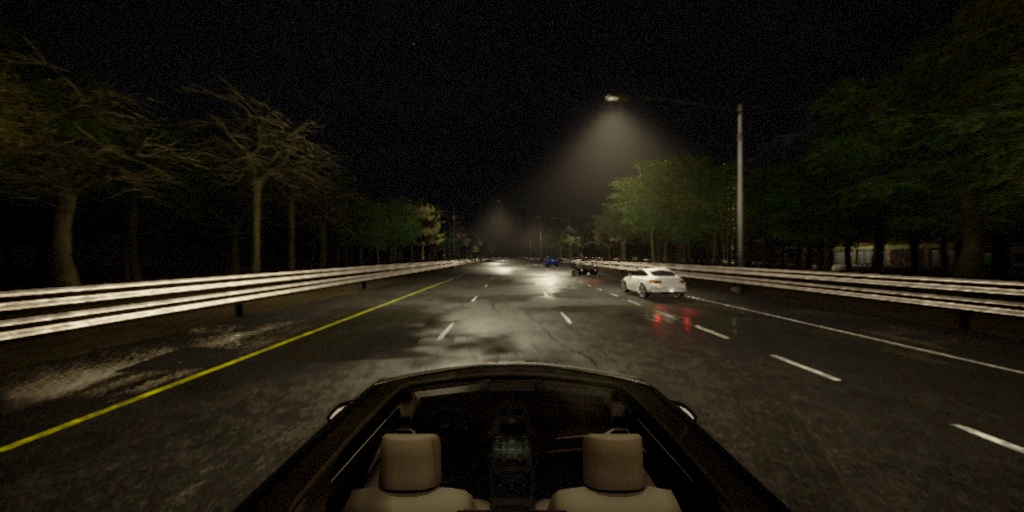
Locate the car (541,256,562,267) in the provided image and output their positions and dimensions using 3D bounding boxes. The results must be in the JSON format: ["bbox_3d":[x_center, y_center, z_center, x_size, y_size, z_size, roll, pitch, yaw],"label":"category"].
[{"bbox_3d":[7.040,0.983,64.101,2.150,2.045,5.566,0,0,0],"label":"car"}]

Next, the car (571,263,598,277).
[{"bbox_3d":[7.019,1.357,35.155,1.895,1.301,4.718,0,0,0],"label":"car"}]

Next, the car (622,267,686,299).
[{"bbox_3d":[7.004,1.281,18.042,1.812,1.442,4.674,0,0,0],"label":"car"}]
